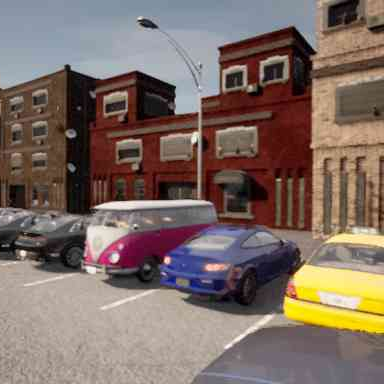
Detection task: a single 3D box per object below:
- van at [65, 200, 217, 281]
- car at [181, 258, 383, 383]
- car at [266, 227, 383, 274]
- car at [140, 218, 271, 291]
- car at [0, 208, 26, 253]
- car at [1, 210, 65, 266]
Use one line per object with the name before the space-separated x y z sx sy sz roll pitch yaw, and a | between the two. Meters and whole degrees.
van | -1.055 1.242 9.564 1.878 1.987 4.442 0 0 36
car | 2.416 1.550 1.657 5.357 1.411 2.033 0 0 36
car | 3.509 1.475 6.679 1.946 1.575 5.366 0 0 36
car | 1.155 1.512 8.128 2.002 1.452 4.674 0 0 36
car | -5.580 1.463 12.929 2.231 1.521 4.892 0 0 36
car | -3.336 1.465 11.328 2.231 1.521 4.892 0 0 36
